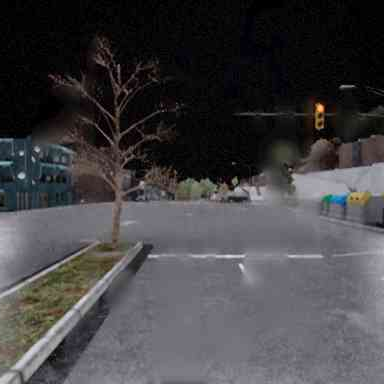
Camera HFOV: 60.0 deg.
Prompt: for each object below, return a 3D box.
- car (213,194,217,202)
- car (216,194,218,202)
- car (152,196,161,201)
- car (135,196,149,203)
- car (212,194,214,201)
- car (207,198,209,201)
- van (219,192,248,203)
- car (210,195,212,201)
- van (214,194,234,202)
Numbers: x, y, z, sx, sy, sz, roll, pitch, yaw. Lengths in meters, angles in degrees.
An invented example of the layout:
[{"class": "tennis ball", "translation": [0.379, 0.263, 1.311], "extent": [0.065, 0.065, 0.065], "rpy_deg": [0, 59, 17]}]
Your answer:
[{"class": "car", "translation": [7.759, 1.411, 69.265], "extent": [5.366, 1.575, 1.946], "rpy_deg": [1, -1, -20]}, {"class": "car", "translation": [7.940, 1.397, 66.351], "extent": [4.674, 1.452, 2.002], "rpy_deg": [1, -1, -20]}, {"class": "car", "translation": [-9.054, 1.687, 85.126], "extent": [1.812, 1.442, 4.674], "rpy_deg": [0, -1, 0]}, {"class": "car", "translation": [-8.987, 1.312, 59.928], "extent": [1.994, 1.385, 4.181], "rpy_deg": [0, -1, 0]}, {"class": "car", "translation": [7.945, 1.474, 78.276], "extent": [4.553, 1.767, 2.185], "rpy_deg": [1, -1, -20]}, {"class": "car", "translation": [7.910, 1.660, 93.170], "extent": [5.566, 2.045, 2.435], "rpy_deg": [1, -2, -20]}, {"class": "van", "translation": [7.844, 1.009, 60.359], "extent": [4.442, 1.987, 1.878], "rpy_deg": [1, -1, -20]}, {"class": "car", "translation": [8.074, 1.720, 84.289], "extent": [5.366, 1.575, 1.946], "rpy_deg": [1, -2, -20]}, {"class": "van", "translation": [7.803, 1.431, 81.203], "extent": [4.442, 1.987, 1.878], "rpy_deg": [1, -1, -20]}]
